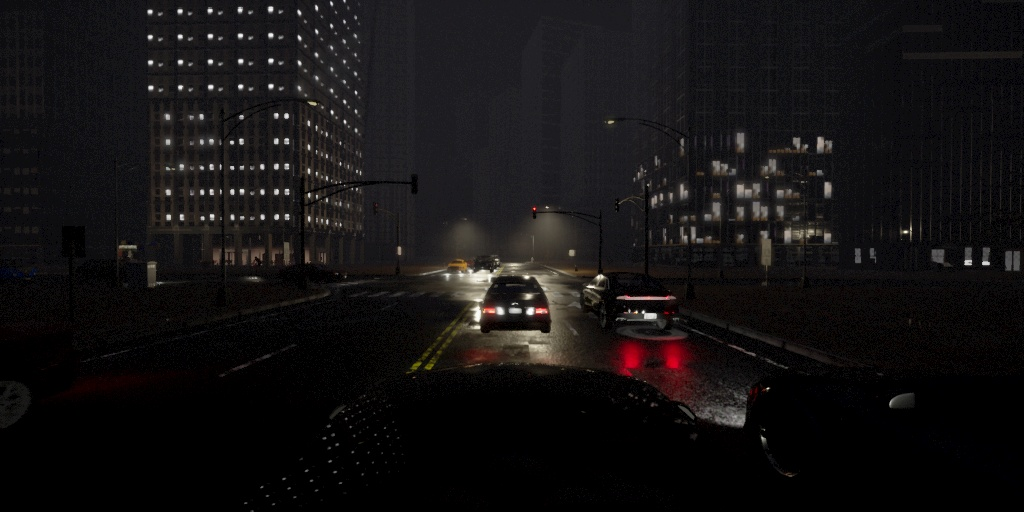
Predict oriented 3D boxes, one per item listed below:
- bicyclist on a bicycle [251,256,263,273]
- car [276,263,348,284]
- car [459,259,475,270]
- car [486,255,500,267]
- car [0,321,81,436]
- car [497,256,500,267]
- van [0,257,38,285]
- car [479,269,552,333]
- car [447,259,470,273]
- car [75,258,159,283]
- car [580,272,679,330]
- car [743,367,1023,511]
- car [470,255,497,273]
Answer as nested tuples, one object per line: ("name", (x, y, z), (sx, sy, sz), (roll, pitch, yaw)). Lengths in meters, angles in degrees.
("bicyclist on a bicycle", (-24.665, 0.868, 34.704), (0.582, 1.620, 1.656), (0, 1, 1))
("car", (-14.365, 1.213, 25.873), (4.674, 1.442, 1.812), (0, 0, -1))
("car", (-6.535, 1.223, 52.618), (1.812, 1.442, 4.674), (0, 0, 0))
("car", (-3.265, 0.896, 63.064), (2.150, 2.045, 5.566), (0, 0, 0))
("car", (-6.585, 1.227, 2.506), (1.882, 1.535, 5.008), (0, 0, 0))
("car", (-3.286, 1.049, 52.836), (2.097, 1.767, 4.553), (0, 0, 0))
("van", (-33.909, 0.960, 23.625), (3.998, 1.789, 1.690), (0, 0, 1))
("car", (0.109, 1.294, 10.672), (2.033, 1.411, 5.357), (0, 0, 1))
("car", (-6.548, 1.193, 43.206), (1.882, 1.535, 5.008), (0, 0, 0))
("car", (-28.625, 0.975, 26.073), (4.553, 1.767, 2.097), (0, 0, 2))
("car", (3.356, 1.238, 11.085), (2.128, 1.511, 4.902), (0, 0, 0))
("car", (3.354, 1.314, 1.928), (1.994, 1.385, 4.181), (0, 0, 0))
("car", (-3.299, 0.938, 42.882), (2.150, 2.045, 5.566), (0, 0, 0))
